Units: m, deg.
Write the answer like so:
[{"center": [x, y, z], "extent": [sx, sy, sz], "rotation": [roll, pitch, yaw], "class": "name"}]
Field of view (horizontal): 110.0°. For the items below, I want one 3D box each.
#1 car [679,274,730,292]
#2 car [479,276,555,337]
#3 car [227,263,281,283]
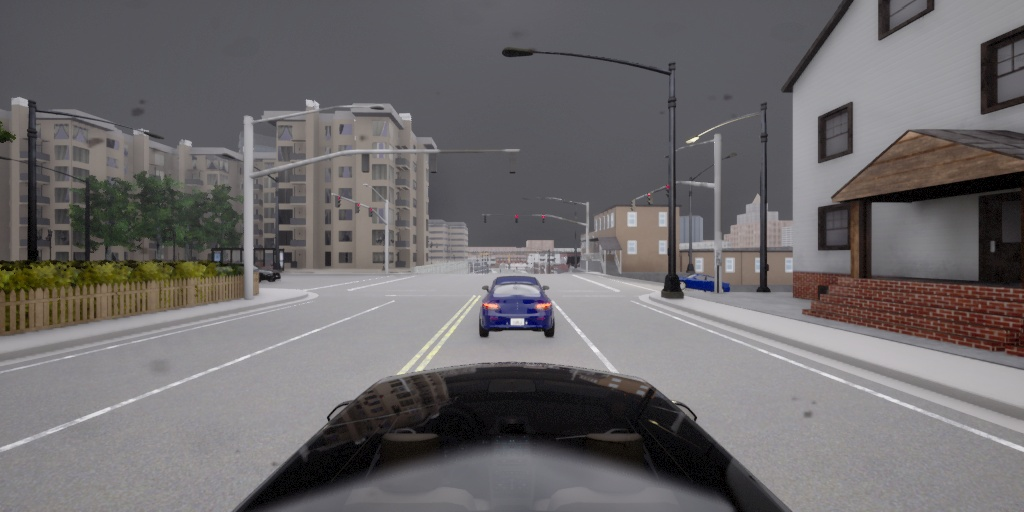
[{"center": [15.384, 2.209, 29.825], "extent": [5.008, 1.535, 1.882], "rotation": [9, 0, 1], "class": "car"}, {"center": [0.112, 1.276, 10.145], "extent": [1.812, 1.442, 4.674], "rotation": [0, 0, 0], "class": "car"}, {"center": [-19.880, 1.255, 26.647], "extent": [4.892, 1.490, 1.837], "rotation": [0, 0, 1], "class": "car"}]
